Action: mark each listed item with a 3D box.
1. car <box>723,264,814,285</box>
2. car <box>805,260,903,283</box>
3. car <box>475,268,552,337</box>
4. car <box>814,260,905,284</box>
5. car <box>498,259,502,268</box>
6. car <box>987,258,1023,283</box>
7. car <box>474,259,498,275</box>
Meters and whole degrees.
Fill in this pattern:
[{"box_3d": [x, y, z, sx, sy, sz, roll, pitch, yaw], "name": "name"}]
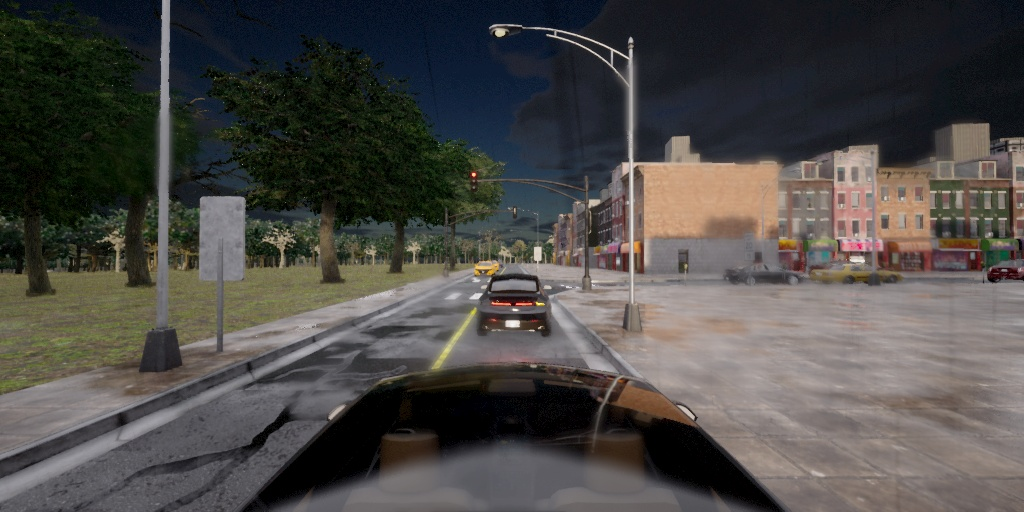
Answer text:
[{"box_3d": [15.530, 1.139, 22.215, 4.403, 1.370, 2.007, 0, 0, 0], "name": "car"}, {"box_3d": [23.520, 1.039, 24.788, 5.008, 1.535, 1.882, 0, -1, 0], "name": "car"}, {"box_3d": [0.104, 1.261, 10.382, 1.837, 1.490, 4.892, 0, 0, 2], "name": "car"}, {"box_3d": [21.375, 1.069, 22.240, 4.829, 1.417, 1.751, 0, 0, 0], "name": "car"}, {"box_3d": [-2.736, 1.339, 48.127, 1.882, 1.535, 5.008, 0, 0, 0], "name": "car"}, {"box_3d": [32.553, 0.900, 22.286, 4.097, 1.591, 1.967, 0, 0, 0], "name": "car"}, {"box_3d": [-2.765, 1.286, 37.176, 1.882, 1.535, 5.008, 0, 0, 0], "name": "car"}]
